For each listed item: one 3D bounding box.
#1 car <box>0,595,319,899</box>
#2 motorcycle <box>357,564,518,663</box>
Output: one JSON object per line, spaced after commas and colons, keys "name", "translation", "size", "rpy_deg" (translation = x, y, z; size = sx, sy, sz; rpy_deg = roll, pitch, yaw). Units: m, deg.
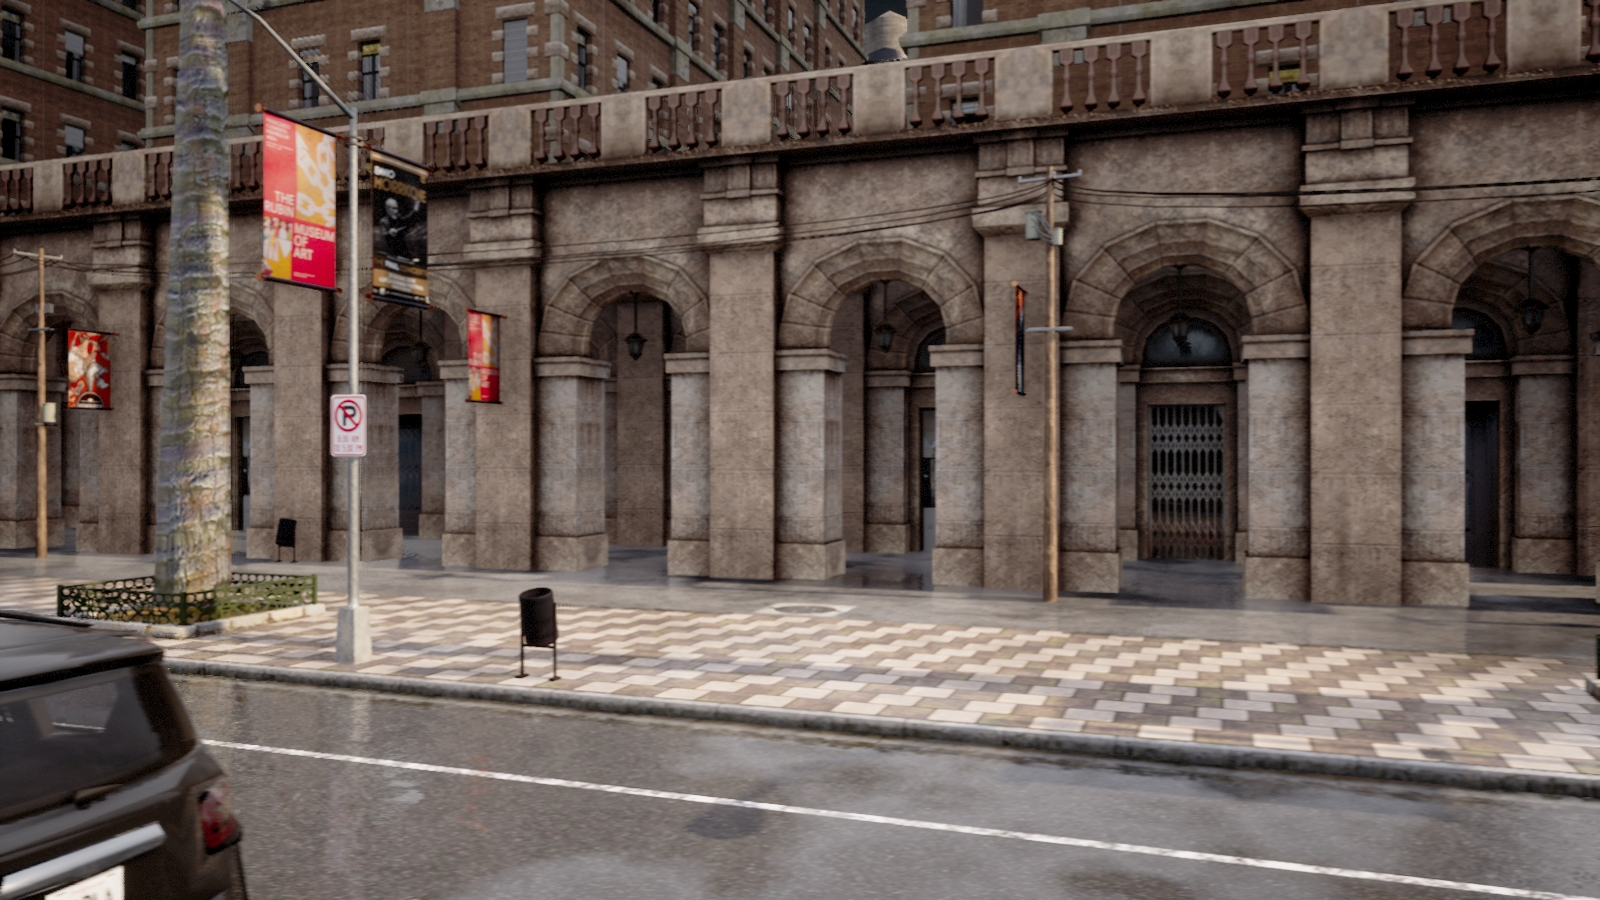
{"name": "car", "translation": [-5.189, 1.779, 5.187], "size": [5.566, 2.045, 2.150], "rpy_deg": [0, 0, 20]}
{"name": "motorcycle", "translation": [-4.967, 2.213, 15.668], "size": [2.033, 1.145, 0.803], "rpy_deg": [0, 0, 20]}
